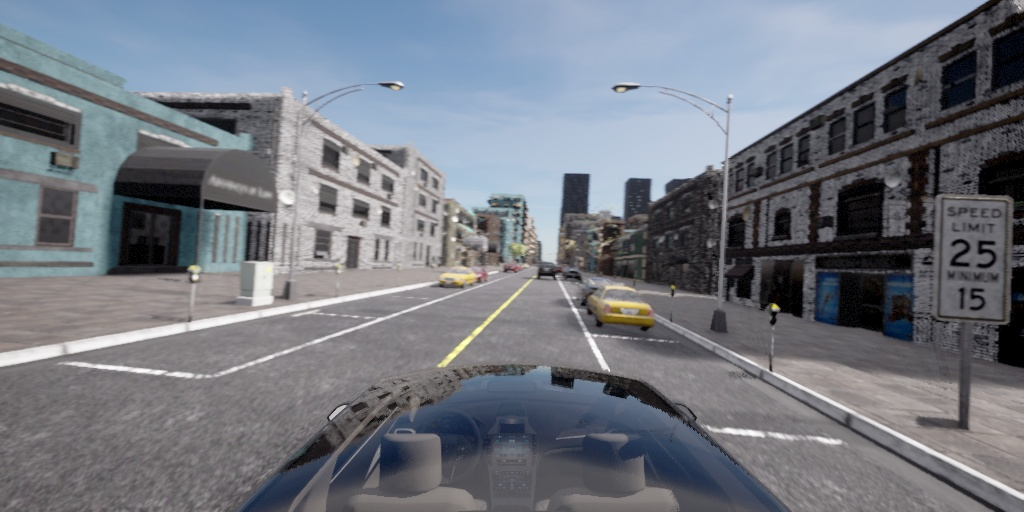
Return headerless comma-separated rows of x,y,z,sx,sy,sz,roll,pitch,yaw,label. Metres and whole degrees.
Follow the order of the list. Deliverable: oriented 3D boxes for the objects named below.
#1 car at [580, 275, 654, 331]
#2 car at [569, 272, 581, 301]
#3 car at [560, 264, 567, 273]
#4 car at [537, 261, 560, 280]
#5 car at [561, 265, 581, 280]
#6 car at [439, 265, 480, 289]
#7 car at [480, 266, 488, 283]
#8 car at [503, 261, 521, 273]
3.578,1.606,12.623,1.751,1.417,4.829,0,0,6,car
4.130,1.731,17.956,2.007,1.370,4.403,0,0,6,car
7.970,2.322,50.171,1.812,1.442,4.674,3,-1,6,car
4.093,1.692,42.085,2.150,2.045,5.566,3,0,6,car
7.246,2.173,43.210,1.837,1.490,4.892,3,-1,6,car
-3.637,1.327,24.162,1.751,1.417,4.829,0,0,6,car
-3.050,1.484,29.834,1.802,1.307,4.207,0,0,6,car
-0.198,1.719,57.348,2.192,1.841,5.009,0,0,6,car
